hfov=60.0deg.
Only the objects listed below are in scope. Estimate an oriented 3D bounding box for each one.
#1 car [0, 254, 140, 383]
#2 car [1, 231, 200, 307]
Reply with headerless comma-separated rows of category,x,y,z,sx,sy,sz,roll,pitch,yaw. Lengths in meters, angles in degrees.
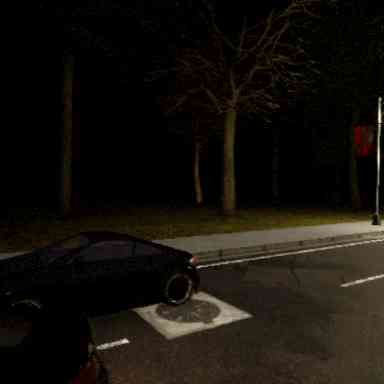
car,-2.843,1.486,1.860,4.674,1.442,1.812,0,1,-32
car,-1.918,1.472,6.288,4.181,1.385,1.994,0,1,-32
